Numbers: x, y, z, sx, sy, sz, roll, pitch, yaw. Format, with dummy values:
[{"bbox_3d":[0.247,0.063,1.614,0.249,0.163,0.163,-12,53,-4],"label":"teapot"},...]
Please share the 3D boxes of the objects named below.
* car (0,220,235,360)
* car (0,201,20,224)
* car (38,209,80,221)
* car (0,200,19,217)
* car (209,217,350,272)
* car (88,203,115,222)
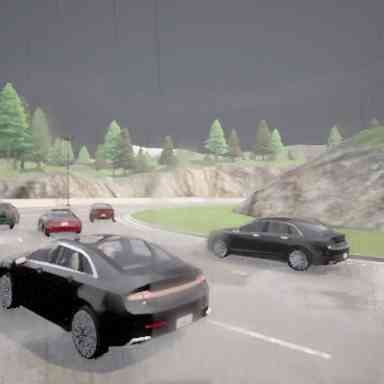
[{"bbox_3d":[-1.898,1.529,6.111,4.902,1.511,2.128,0,0,42],"label":"car"},{"bbox_3d":[-12.992,1.450,22.526,2.097,1.767,4.553,1,0,-23],"label":"car"},{"bbox_3d":[-7.723,1.666,19.332,1.994,1.385,4.181,0,0,-29],"label":"car"},{"bbox_3d":[-19.551,1.636,33.580,2.128,1.511,4.902,0,0,-7],"label":"car"},{"bbox_3d":[2.683,1.603,11.335,4.892,1.490,1.837,0,0,42],"label":"car"},{"bbox_3d":[-7.580,1.642,27.887,1.882,1.535,5.008,0,0,-18],"label":"car"}]
